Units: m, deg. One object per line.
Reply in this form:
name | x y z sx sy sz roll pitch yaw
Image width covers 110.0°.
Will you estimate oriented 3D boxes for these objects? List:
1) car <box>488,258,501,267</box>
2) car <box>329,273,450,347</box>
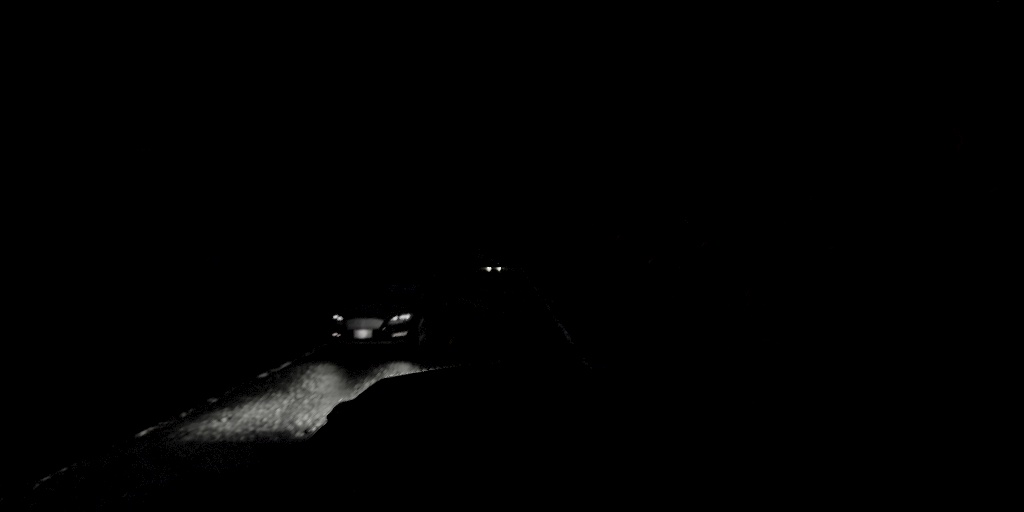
car | -2.769 1.034 58.182 1.882 1.535 5.008 0 0 0
car | -2.851 1.218 9.302 2.128 1.511 4.902 0 0 0
